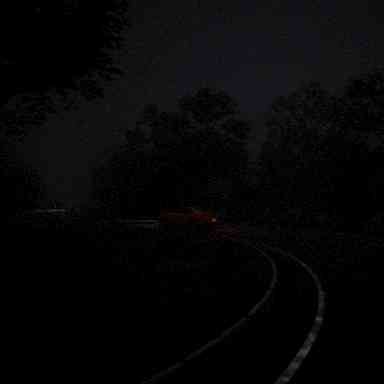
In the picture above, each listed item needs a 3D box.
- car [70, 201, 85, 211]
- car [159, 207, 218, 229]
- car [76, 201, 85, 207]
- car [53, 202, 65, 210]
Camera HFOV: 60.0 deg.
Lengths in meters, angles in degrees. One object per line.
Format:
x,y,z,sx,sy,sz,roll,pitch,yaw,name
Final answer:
-21.653,2.705,62.055,2.033,1.411,5.357,0,-1,-16,car
-0.367,1.857,25.051,5.008,1.535,1.882,-1,-2,39,car
-25.916,2.842,77.333,1.895,1.301,4.718,0,-1,-16,car
-26.652,2.765,66.949,1.837,1.490,4.892,0,-1,-16,car
